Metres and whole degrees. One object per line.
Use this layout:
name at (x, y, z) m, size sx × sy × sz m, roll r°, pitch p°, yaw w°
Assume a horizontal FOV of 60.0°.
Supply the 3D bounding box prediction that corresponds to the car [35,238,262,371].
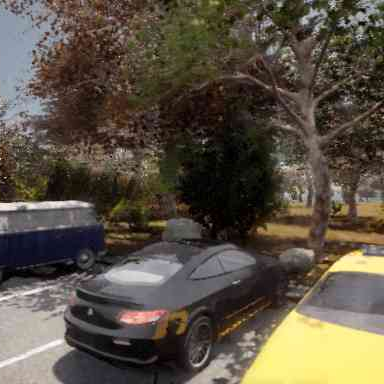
car at (0.124, 1.526, 5.724) m, size 2.002 × 1.452 × 4.674 m, roll 0°, pitch 0°, yaw 36°

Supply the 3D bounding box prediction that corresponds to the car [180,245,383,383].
car at (2.285, 1.477, 3.958) m, size 1.946 × 1.575 × 5.366 m, roll 0°, pitch 0°, yaw 36°

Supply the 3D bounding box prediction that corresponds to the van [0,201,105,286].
van at (-4.343, 1.270, 9.058) m, size 1.878 × 1.987 × 4.442 m, roll 0°, pitch 0°, yaw 36°
